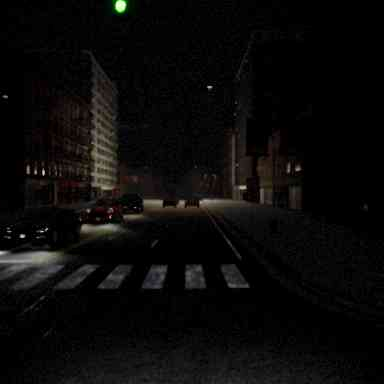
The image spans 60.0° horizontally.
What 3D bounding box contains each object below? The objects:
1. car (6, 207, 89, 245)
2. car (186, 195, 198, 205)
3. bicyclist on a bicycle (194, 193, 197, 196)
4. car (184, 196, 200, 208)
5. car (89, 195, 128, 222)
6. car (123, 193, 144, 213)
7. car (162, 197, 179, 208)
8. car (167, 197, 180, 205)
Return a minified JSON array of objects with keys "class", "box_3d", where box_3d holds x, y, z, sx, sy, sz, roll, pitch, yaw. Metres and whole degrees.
[{"class":"car","box_3d":[-6.597,1.479,15.376,1.837,1.490,4.892,0,0,0]},{"class":"car","box_3d":[0.014,1.381,55.950,1.882,1.535,5.008,0,0,0]},{"class":"bicyclist on a bicycle","box_3d":[0.916,1.217,88.844,0.659,1.776,1.843,0,0,0]},{"class":"car","box_3d":[0.012,1.273,45.917,2.097,1.767,4.553,0,0,0]},{"class":"car","box_3d":[-6.597,1.308,25.469,2.097,1.767,4.553,0,0,-1]},{"class":"car","box_3d":[-6.582,1.159,35.954,2.150,2.045,5.566,0,0,0]},{"class":"car","box_3d":[-3.139,1.395,47.361,1.882,1.535,5.008,0,0,0]},{"class":"car","box_3d":[-3.151,1.500,57.515,1.895,1.301,4.718,0,0,0]}]
